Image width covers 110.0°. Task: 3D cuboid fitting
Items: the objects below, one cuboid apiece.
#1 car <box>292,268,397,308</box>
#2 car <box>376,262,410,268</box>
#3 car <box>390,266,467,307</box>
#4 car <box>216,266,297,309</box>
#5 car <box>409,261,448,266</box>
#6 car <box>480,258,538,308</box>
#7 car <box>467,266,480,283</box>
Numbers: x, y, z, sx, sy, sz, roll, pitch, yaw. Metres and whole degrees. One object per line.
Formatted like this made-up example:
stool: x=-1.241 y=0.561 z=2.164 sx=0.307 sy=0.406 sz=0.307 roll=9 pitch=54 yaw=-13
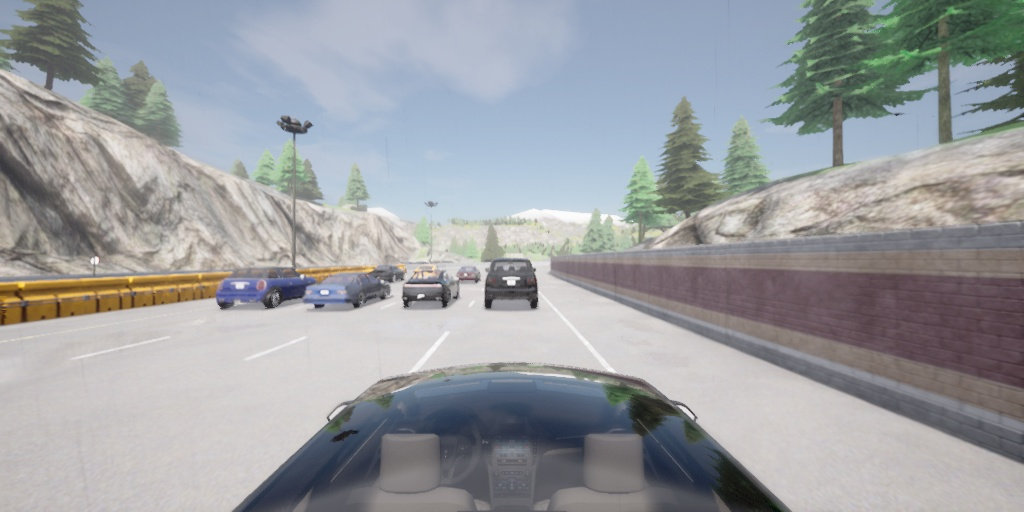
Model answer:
car: x=-7.052 y=1.431 z=15.948 sx=2.033 sy=1.411 sz=5.357 roll=0 pitch=-1 yaw=-1
car: x=-10.724 y=1.535 z=31.214 sx=1.837 sy=1.490 sz=4.892 roll=0 pitch=0 yaw=0
car: x=-3.553 y=1.380 z=16.296 sx=2.128 sy=1.511 sz=4.902 roll=0 pitch=0 yaw=-1
car: x=-10.551 y=1.235 z=16.004 sx=2.097 sy=1.767 sz=4.553 roll=0 pitch=-1 yaw=-1
car: x=-7.224 y=1.507 z=31.431 sx=1.882 sy=1.535 sz=5.008 roll=0 pitch=0 yaw=0
car: x=-0.052 y=1.101 z=16.057 sx=2.150 sy=2.045 sz=5.566 roll=0 pitch=0 yaw=-1
car: x=-3.726 y=1.573 z=30.987 sx=2.033 sy=1.411 sz=5.357 roll=0 pitch=-1 yaw=-1
